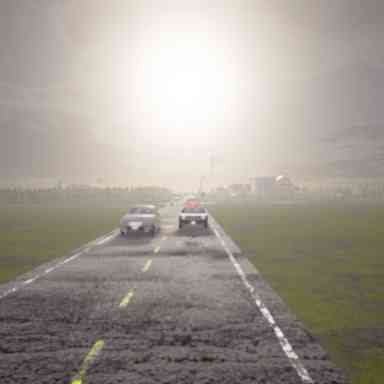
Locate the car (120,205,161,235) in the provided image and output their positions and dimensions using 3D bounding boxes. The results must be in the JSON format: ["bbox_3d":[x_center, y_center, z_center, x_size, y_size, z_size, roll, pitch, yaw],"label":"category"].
[{"bbox_3d":[-2.848,1.526,19.105,2.128,1.511,4.902,0,0,0],"label":"car"}]

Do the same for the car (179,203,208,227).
[{"bbox_3d":[0.096,1.644,23.025,1.895,1.301,4.718,0,0,0],"label":"car"}]

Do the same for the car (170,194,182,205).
[{"bbox_3d":[-2.744,1.370,61.547,2.150,2.045,5.566,0,0,0],"label":"car"}]

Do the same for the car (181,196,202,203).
[{"bbox_3d":[0.103,1.438,40.088,2.097,1.767,4.553,0,0,0],"label":"car"}]
